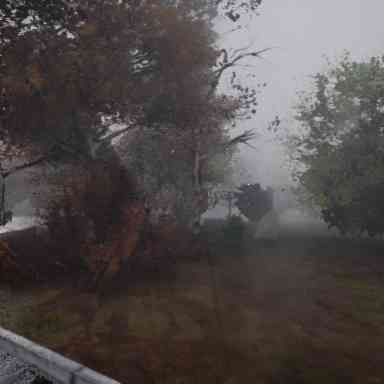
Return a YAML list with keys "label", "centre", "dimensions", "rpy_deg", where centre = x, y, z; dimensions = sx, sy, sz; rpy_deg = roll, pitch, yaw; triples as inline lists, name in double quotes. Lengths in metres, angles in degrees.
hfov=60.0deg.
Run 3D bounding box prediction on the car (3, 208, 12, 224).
- label: "car"
  centre: [-15.424, 1.835, 26.261]
  dimensions: [1.895, 1.301, 4.718]
  rpy_deg: [0, 0, -24]
